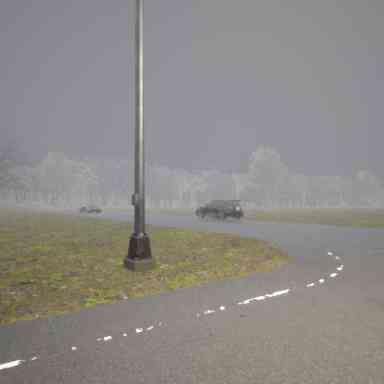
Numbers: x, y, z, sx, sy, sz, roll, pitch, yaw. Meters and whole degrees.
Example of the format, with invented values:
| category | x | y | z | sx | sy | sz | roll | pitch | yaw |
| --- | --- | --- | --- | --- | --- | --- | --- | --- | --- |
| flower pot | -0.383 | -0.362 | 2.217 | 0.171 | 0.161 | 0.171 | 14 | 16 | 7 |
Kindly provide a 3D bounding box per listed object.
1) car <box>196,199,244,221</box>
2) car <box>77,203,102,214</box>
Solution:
| category | x | y | z | sx | sy | sz | roll | pitch | yaw |
| --- | --- | --- | --- | --- | --- | --- | --- | --- | --- |
| car | 2.750 | 1.780 | 33.446 | 2.150 | 2.045 | 5.566 | 3 | -3 | -36 |
| car | -13.701 | 2.205 | 44.377 | 2.033 | 1.411 | 5.357 | 3 | -3 | -35 |
